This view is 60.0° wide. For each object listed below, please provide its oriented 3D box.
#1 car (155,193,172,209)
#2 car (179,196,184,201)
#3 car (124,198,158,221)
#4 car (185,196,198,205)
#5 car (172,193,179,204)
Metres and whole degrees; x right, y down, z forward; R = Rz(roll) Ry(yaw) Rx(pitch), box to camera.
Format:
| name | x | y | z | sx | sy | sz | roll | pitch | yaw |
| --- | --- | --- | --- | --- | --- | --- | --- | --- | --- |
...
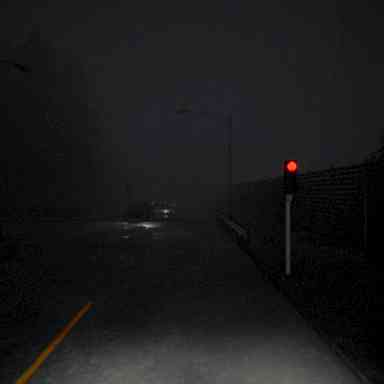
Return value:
| name | x | y | z | sx | sy | sz | roll | pitch | yaw |
| --- | --- | --- | --- | --- | --- | --- | --- | --- | --- |
| car | -4.235 | 1.332 | 44.078 | 2.097 | 1.767 | 4.553 | 0 | 0 | 0 |
| car | -4.312 | 1.507 | 77.477 | 5.357 | 1.411 | 2.033 | 0 | 0 | 40 |
| car | -4.185 | 1.466 | 26.878 | 1.882 | 1.535 | 5.008 | 0 | 0 | 0 |
| car | -0.085 | 1.480 | 57.831 | 1.837 | 1.490 | 4.892 | 0 | 0 | 0 |
| car | -4.178 | 1.197 | 62.291 | 2.150 | 2.045 | 5.566 | 0 | 0 | 1 |
